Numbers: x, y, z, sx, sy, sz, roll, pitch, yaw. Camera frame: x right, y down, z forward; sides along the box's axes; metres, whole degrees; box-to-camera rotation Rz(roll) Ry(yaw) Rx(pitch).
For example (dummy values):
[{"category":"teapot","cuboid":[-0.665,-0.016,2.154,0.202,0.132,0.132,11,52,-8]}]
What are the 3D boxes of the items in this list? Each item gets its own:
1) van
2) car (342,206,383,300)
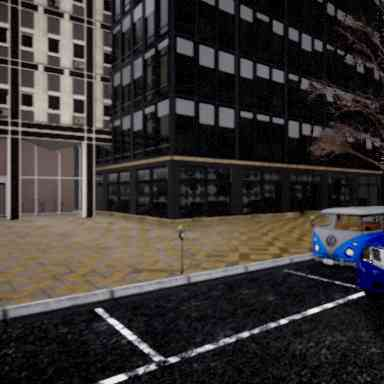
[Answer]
[{"category":"van","cuboid":[5.348,1.342,10.134,3.998,1.788,1.690,0,0,-36]},{"category":"car","cuboid":[5.886,1.223,7.304,5.566,2.045,2.150,0,0,-36]}]
